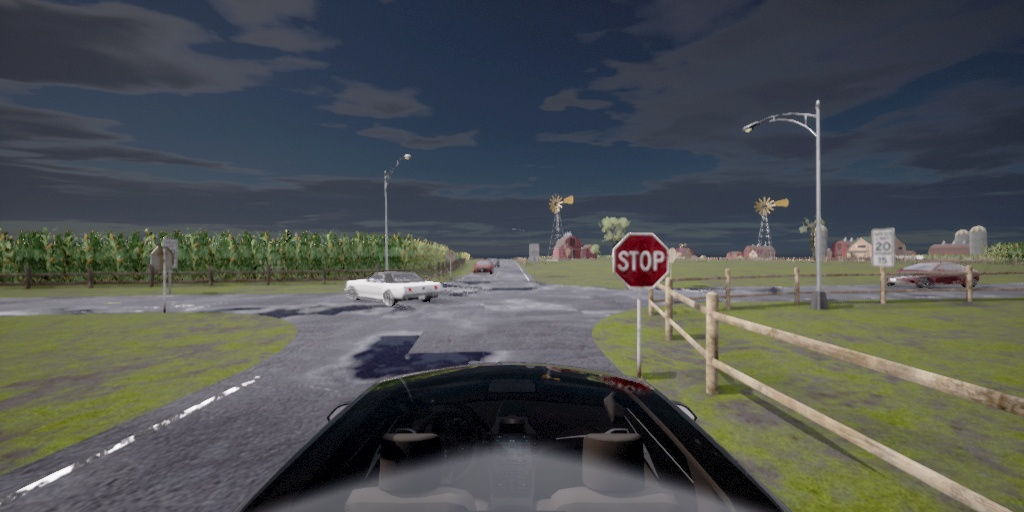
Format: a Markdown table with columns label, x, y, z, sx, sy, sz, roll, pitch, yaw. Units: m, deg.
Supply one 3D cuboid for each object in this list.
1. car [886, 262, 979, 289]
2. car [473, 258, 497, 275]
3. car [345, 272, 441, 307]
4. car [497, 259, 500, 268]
| label | x | y | z | sx | sy | sz | roll | pitch | yaw |
| --- | --- | --- | --- | --- | --- | --- | --- | --- | --- |
| car | 24.031 | 1.075 | 20.626 | 4.674 | 1.442 | 1.812 | 0 | 0 | -5 |
| car | -2.928 | 1.126 | 37.427 | 1.882 | 1.535 | 5.008 | 0 | 0 | 0 |
| car | -5.239 | 1.326 | 15.382 | 4.718 | 1.301 | 1.895 | 0 | 0 | 39 |
| car | -2.936 | 1.108 | 57.513 | 2.128 | 1.511 | 4.902 | 0 | 0 | 0 |
